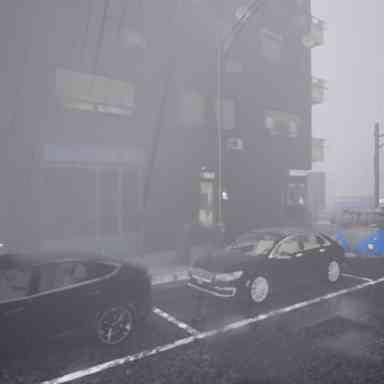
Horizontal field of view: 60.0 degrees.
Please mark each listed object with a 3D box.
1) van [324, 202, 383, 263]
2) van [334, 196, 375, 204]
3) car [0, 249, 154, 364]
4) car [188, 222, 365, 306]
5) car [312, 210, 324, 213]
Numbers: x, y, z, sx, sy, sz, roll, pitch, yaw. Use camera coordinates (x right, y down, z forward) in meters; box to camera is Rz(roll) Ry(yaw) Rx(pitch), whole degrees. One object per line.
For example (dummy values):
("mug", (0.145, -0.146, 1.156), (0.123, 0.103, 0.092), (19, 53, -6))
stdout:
("van", (6.492, 1.381, 11.249), (3.998, 1.788, 1.690), (0, -1, -36))
("van", (15.656, 1.315, 31.917), (1.690, 1.788, 3.998), (0, 0, -35))
("car", (-2.609, 1.568, 4.713), (4.313, 1.339, 1.947), (0, -1, -36))
("car", (1.943, 1.572, 7.980), (4.403, 1.369, 2.008), (0, -1, -36))
("car", (12.463, 1.514, 36.424), (1.947, 1.339, 4.313), (0, 0, -35))
